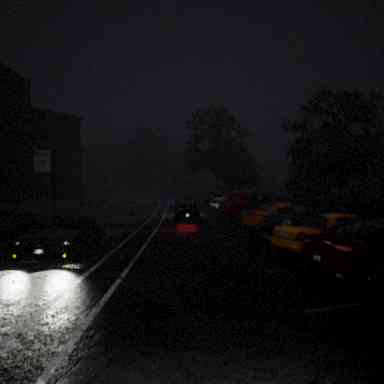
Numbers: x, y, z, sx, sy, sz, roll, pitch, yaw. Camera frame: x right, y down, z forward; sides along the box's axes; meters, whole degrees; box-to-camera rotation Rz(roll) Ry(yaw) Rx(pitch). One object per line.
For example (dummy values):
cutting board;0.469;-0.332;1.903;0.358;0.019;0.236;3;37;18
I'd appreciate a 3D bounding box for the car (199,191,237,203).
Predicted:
car;3.750;0.688;47.333;4.892;1.521;2.231;0;2;-24

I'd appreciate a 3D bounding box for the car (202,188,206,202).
car;4.094;0.625;41.376;5.566;2.045;2.435;0;2;-23

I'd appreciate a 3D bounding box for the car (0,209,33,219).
car;-7.196;1.415;12.526;2.128;1.511;4.902;0;0;-1

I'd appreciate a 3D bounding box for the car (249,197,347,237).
car;5.190;1.263;14.670;4.553;1.767;2.185;1;1;-21

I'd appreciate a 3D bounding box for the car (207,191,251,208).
car;4.310;0.844;38.443;4.553;1.767;2.185;0;2;-23

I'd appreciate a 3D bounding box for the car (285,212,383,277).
car;5.253;1.427;8.725;5.008;1.535;2.097;1;0;-21

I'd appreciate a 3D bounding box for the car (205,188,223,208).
car;4.551;0.883;32.474;5.566;2.045;2.435;0;2;-23

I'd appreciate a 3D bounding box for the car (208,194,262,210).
car;4.601;1.054;35.550;5.366;1.575;1.946;0;1;-23

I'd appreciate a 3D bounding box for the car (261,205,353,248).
car;5.389;1.407;11.763;5.366;1.575;1.946;1;0;-21

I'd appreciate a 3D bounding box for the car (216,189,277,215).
car;4.949;1.054;23.592;5.566;2.045;2.435;0;1;-22

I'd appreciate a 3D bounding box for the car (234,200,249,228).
car;5.087;1.368;17.636;5.008;1.535;2.097;1;0;-22

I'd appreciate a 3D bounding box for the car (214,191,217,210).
car;4.674;1.076;29.510;4.553;1.767;2.185;0;1;-23

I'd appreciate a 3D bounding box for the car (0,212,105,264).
car;-4.379;1.492;11.443;1.994;1.385;4.181;0;0;-1

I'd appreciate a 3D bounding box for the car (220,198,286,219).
car;4.842;1.288;26.568;4.792;1.488;2.163;0;1;-22

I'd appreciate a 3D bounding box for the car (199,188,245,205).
car;3.969;0.530;44.374;5.566;2.045;2.435;0;2;-24

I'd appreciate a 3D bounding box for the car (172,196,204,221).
car;-0.383;1.301;24.984;1.837;1.490;4.892;0;1;-2

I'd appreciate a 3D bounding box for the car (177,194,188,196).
car;-1.170;0.938;41.699;1.994;1.385;4.181;0;2;-3

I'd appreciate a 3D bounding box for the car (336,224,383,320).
car;5.302;1.447;5.748;5.008;1.535;2.097;1;1;-21

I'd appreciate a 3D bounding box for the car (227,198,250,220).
car;5.021;1.343;20.605;4.892;1.521;2.231;0;1;-22
